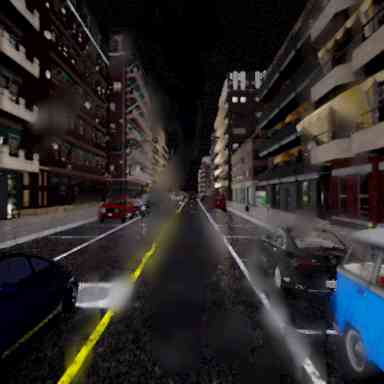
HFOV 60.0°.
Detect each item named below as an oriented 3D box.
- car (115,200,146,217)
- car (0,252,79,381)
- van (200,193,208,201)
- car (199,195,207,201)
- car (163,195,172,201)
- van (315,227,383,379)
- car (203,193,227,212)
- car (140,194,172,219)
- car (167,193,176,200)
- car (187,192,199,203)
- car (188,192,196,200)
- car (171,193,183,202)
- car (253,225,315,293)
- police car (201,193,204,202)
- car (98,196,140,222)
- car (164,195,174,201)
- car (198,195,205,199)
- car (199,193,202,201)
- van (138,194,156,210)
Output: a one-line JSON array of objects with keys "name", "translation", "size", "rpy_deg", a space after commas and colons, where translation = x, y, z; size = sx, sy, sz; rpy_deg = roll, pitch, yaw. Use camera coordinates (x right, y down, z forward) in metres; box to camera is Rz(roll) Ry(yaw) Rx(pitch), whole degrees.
[{"name": "car", "translation": [-5.679, 1.469, 31.219], "size": [2.008, 1.369, 4.403], "rpy_deg": [0, 0, 0]}, {"name": "car", "translation": [-3.067, 1.551, 4.421], "size": [1.994, 1.385, 4.181], "rpy_deg": [0, 0, 0]}, {"name": "van", "translation": [2.706, 1.178, 76.515], "size": [1.690, 1.788, 3.998], "rpy_deg": [0, 0, 0]}, {"name": "car", "translation": [2.705, 1.374, 82.178], "size": [1.887, 1.381, 4.507], "rpy_deg": [0, 0, 0]}, {"name": "car", "translation": [-5.675, 1.362, 76.346], "size": [1.752, 1.417, 4.829], "rpy_deg": [0, 0, 0]}, {"name": "van", "translation": [2.700, 1.333, 2.909], "size": [1.690, 1.788, 3.998], "rpy_deg": [0, 0, 0]}, {"name": "car", "translation": [2.703, 1.221, 36.881], "size": [2.192, 1.841, 5.009], "rpy_deg": [0, 0, 0]}, {"name": "car", "translation": [-3.091, 1.277, 28.533], "size": [2.097, 1.767, 4.553], "rpy_deg": [0, 0, 0]}, {"name": "car", "translation": [-5.672, 1.130, 93.501], "size": [2.192, 1.841, 5.009], "rpy_deg": [0, 0, 0]}, {"name": "car", "translation": [0.008, 1.317, 67.808], "size": [1.837, 1.490, 4.892], "rpy_deg": [0, 0, 0]}, {"name": "car", "translation": [0.011, 0.933, 85.389], "size": [2.150, 2.045, 5.566], "rpy_deg": [0, 0, 0]}, {"name": "car", "translation": [-2.992, 1.337, 70.358], "size": [1.812, 1.442, 4.674], "rpy_deg": [0, 0, 0]}, {"name": "car", "translation": [2.699, 1.527, 8.571], "size": [2.008, 1.369, 4.403], "rpy_deg": [0, 0, 0]}, {"name": "police car", "translation": [3.006, 1.296, 54.424], "size": [1.930, 1.638, 5.238], "rpy_deg": [0, 0, 0]}, {"name": "car", "translation": [-5.678, 1.247, 25.557], "size": [2.192, 1.841, 5.009], "rpy_deg": [0, 0, 0]}, {"name": "car", "translation": [-5.675, 1.379, 82.179], "size": [2.008, 1.369, 4.403], "rpy_deg": [0, 0, 0]}, {"name": "car", "translation": [2.707, 1.397, 93.502], "size": [1.802, 1.307, 4.206], "rpy_deg": [0, 0, 0]}, {"name": "car", "translation": [2.704, 1.410, 70.853], "size": [1.947, 1.339, 4.313], "rpy_deg": [0, 0, 0]}, {"name": "van", "translation": [-5.676, 1.234, 42.543], "size": [1.690, 1.788, 3.998], "rpy_deg": [0, 0, 0]}]
